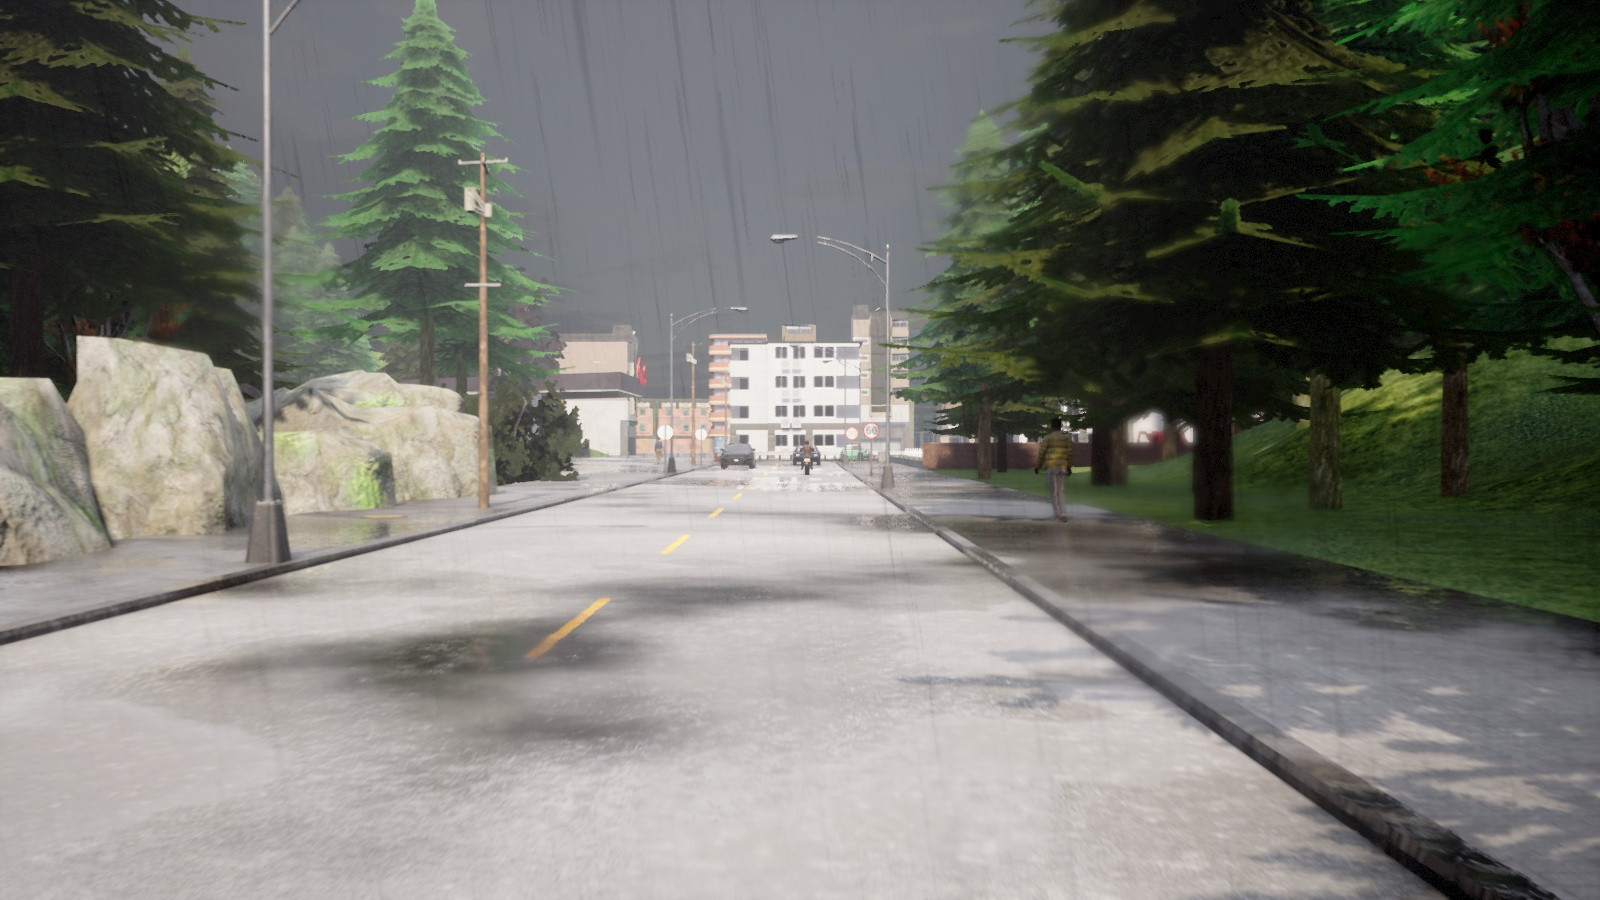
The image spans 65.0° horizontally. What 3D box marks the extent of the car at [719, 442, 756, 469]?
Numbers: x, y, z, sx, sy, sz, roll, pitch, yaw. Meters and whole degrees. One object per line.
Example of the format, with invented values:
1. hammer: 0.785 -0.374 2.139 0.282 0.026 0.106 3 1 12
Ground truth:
1. car: -3.601 0.309 73.145 1.882 1.535 5.008 0 0 0

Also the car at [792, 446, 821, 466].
1. car: 0.452 0.367 85.261 1.895 1.301 4.718 0 0 0

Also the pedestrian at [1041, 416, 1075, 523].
1. pedestrian: 4.508 0.336 21.969 0.431 1.840 0.709 0 0 -3

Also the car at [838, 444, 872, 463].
1. car: 4.239 0.261 96.742 2.207 1.376 1.481 -1 0 -39
